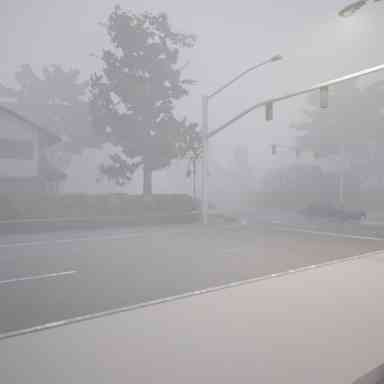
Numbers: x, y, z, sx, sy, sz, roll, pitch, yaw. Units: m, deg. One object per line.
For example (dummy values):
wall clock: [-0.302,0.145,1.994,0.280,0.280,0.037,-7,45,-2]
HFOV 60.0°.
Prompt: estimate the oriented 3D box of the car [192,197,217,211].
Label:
car: [0.941,1.403,40.061,1.837,1.490,4.892,0,0,-36]

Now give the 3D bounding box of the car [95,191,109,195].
car: [-20.439,0.854,75.225,2.150,2.045,5.566,0,0,-36]

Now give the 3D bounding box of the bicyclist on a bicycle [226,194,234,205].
bicyclist on a bicycle: [5.873,1.175,51.054,1.656,1.620,0.582,0,0,-36]

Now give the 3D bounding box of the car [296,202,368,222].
car: [10.909,1.483,26.453,2.033,1.411,5.357,0,0,-36]
